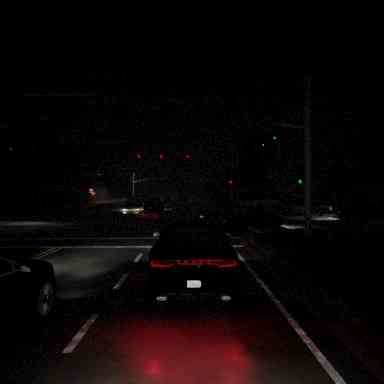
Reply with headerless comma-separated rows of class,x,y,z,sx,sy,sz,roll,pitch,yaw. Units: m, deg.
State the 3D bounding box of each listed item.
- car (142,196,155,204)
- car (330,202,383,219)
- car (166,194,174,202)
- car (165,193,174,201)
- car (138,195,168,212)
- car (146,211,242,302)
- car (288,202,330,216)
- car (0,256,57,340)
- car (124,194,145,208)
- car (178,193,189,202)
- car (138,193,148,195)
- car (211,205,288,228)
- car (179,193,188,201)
car,-8.753,1.564,67.157,1.994,1.385,4.181,0,0,-1
car,14.762,1.564,28.946,4.181,1.385,1.994,0,0,-2
car,-5.415,1.533,74.529,2.033,1.411,5.357,0,0,-1
car,-5.688,1.269,85.134,2.097,1.767,4.553,0,0,-1
car,-4.407,1.491,38.388,2.128,1.511,4.902,0,0,2
car,0.001,1.478,8.365,1.882,1.535,5.008,0,0,-1
car,10.866,1.601,32.336,4.718,1.301,1.895,0,0,-2
car,-3.468,1.492,4.374,2.128,1.511,4.902,0,0,0
car,-8.307,1.477,47.102,1.882,1.535,5.008,0,0,-1
car,-1.900,1.225,74.229,2.150,2.045,5.566,0,0,-1
car,-8.545,1.221,57.087,2.150,2.045,5.566,0,0,-1
car,3.015,1.547,21.343,5.357,1.411,2.033,0,0,-3
car,-2.182,1.225,84.962,2.150,2.045,5.566,0,0,-1
